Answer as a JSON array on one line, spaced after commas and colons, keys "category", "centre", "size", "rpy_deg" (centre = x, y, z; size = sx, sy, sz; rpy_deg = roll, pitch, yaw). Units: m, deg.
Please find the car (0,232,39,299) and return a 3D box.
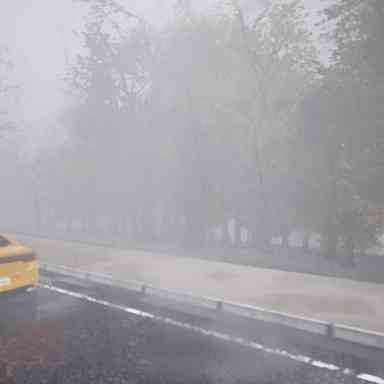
[{"category": "car", "centre": [-5.519, 1.527, 7.602], "size": [5.008, 1.535, 1.882], "rpy_deg": [0, 0, 35]}]
